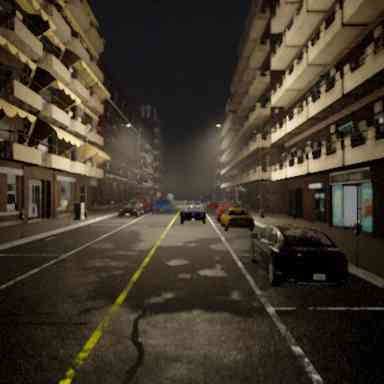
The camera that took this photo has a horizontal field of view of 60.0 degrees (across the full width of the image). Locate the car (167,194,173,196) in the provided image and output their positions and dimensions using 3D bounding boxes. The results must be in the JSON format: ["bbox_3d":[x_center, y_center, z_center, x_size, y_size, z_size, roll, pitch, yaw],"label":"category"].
[{"bbox_3d":[-5.685,1.623,70.358,1.752,1.417,4.829,1,0,0],"label":"car"}]

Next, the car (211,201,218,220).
[{"bbox_3d":[2.698,1.617,25.920,1.802,1.307,4.206,1,0,0],"label":"car"}]

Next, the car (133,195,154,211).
[{"bbox_3d":[-5.679,1.366,37.101,2.192,1.841,5.009,1,0,0],"label":"car"}]

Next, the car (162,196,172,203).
[{"bbox_3d":[-5.687,1.672,76.099,1.947,1.339,4.313,1,0,0],"label":"car"}]

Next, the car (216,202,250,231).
[{"bbox_3d":[2.699,1.553,20.519,1.752,1.417,4.829,1,0,0],"label":"car"}]

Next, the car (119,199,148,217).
[{"bbox_3d":[-5.683,1.610,31.530,1.947,1.339,4.313,1,0,0],"label":"car"}]

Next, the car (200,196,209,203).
[{"bbox_3d":[2.702,1.624,70.659,1.752,1.417,4.829,1,0,0],"label":"car"}]

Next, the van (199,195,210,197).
[{"bbox_3d":[2.701,1.431,64.918,1.690,1.788,3.998,1,0,0],"label":"van"}]

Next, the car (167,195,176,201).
[{"bbox_3d":[-5.688,1.681,92.812,2.008,1.369,4.403,1,0,0],"label":"car"}]

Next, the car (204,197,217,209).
[{"bbox_3d":[2.696,1.641,42.634,1.802,1.307,4.206,1,0,0],"label":"car"}]

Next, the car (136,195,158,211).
[{"bbox_3d":[-5.680,1.374,42.673,2.192,1.841,5.009,1,0,0],"label":"car"}]

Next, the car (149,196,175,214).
[{"bbox_3d":[-3.100,1.527,36.034,1.882,1.535,5.008,0,0,0],"label":"car"}]

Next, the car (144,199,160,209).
[{"bbox_3d":[-5.684,1.649,48.244,1.802,1.307,4.206,1,0,0],"label":"car"}]

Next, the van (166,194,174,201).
[{"bbox_3d":[-5.685,1.464,87.242,1.690,1.788,3.998,1,0,0],"label":"van"}]

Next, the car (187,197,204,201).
[{"bbox_3d":[0.044,1.600,37.777,2.033,1.411,5.357,0,0,1],"label":"car"}]

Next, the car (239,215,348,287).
[{"bbox_3d":[2.699,1.563,9.206,2.008,1.369,4.403,1,0,0],"label":"car"}]

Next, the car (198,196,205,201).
[{"bbox_3d":[2.659,1.696,92.774,1.947,1.339,4.313,1,0,0],"label":"car"}]

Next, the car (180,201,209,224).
[{"bbox_3d":[0.087,1.636,25.261,1.895,1.301,4.718,0,0,0],"label":"car"}]

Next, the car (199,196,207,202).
[{"bbox_3d":[2.673,1.659,81.632,1.887,1.381,4.507,1,0,0],"label":"car"}]
